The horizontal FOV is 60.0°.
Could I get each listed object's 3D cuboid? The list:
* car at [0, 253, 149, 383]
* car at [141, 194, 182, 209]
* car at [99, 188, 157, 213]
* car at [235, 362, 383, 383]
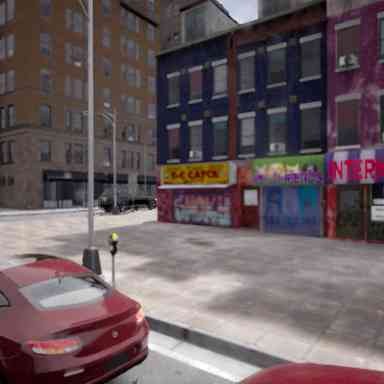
[{"bbox_3d":[-2.442,1.516,4.557,4.206,1.307,1.802,1,0,35],"label":"car"},{"bbox_3d":[-3.264,0.960,36.247,1.812,1.442,4.674,0,0,36],"label":"car"},{"bbox_3d":[-5.298,0.702,28.385,2.150,2.045,5.566,0,0,36],"label":"car"},{"bbox_3d":[1.991,1.595,1.408,4.206,1.307,1.802,1,0,35],"label":"car"}]
